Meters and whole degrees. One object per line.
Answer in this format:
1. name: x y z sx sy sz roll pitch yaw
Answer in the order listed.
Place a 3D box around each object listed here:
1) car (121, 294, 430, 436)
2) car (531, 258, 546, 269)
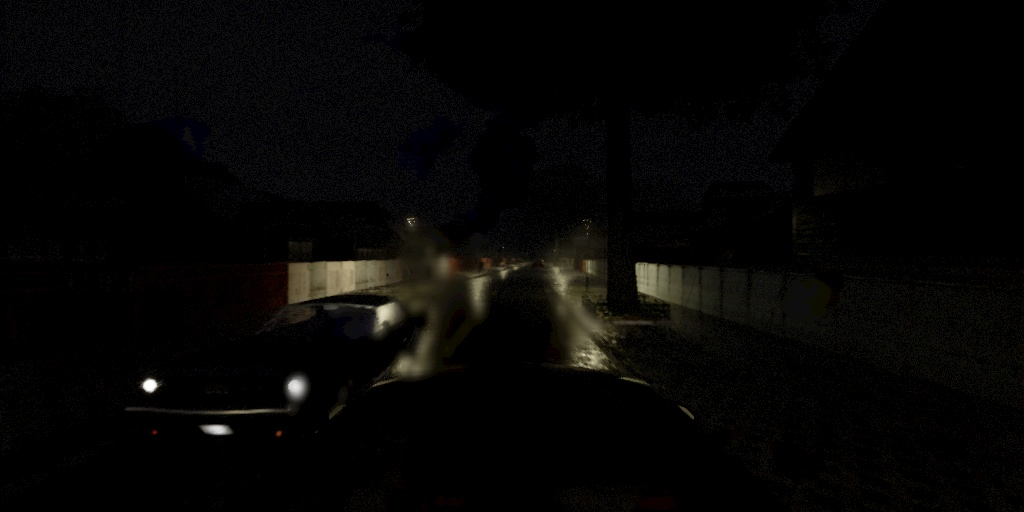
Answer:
1. car: -2.769 1.346 5.620 1.895 1.301 4.718 0 0 1
2. car: 4.394 1.199 59.878 2.097 1.767 4.553 0 0 6
